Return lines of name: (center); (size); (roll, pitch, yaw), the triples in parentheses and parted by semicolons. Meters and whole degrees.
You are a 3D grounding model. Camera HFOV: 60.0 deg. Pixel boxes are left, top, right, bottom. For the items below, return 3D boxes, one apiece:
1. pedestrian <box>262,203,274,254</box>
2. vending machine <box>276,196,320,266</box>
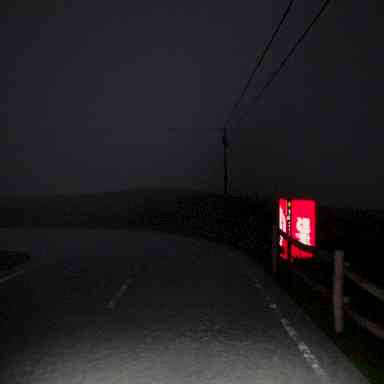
pedestrian: (2.704, 1.294, 12.019); (0.375, 1.860, 0.375); (0, 0, -10)
vending machine: (3.347, 1.195, 10.583); (1.100, 2.100, 0.880); (0, 0, -1)
